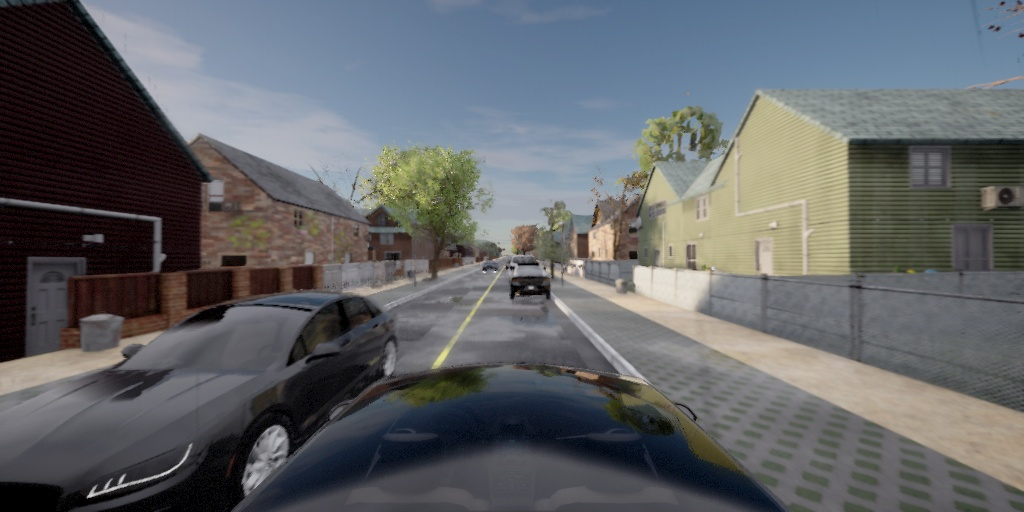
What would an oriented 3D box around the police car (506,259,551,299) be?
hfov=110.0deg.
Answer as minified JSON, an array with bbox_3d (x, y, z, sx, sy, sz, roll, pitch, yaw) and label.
[{"bbox_3d":[0.822,1.160,18.041,1.930,1.638,5.238,0,0,0],"label":"police car"}]

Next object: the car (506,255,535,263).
[{"bbox_3d":[0.820,0.948,27.963,2.150,2.045,5.566,0,0,0],"label":"car"}]

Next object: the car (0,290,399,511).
[{"bbox_3d":[-2.849,1.252,4.332,1.837,1.490,4.892,0,0,0],"label":"car"}]

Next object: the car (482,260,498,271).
[{"bbox_3d":[-2.836,1.261,47.228,1.994,1.385,4.181,0,0,0],"label":"car"}]
